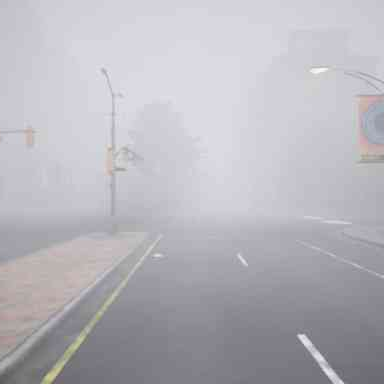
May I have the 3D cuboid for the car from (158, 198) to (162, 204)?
[{"bbox_3d":[-8.004,2.363,89.491,1.812,1.442,4.674,0,-1,0],"label":"car"}]

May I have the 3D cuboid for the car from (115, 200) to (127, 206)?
[{"bbox_3d":[-14.752,2.238,68.663,1.895,1.301,4.718,0,-1,0],"label":"car"}]
